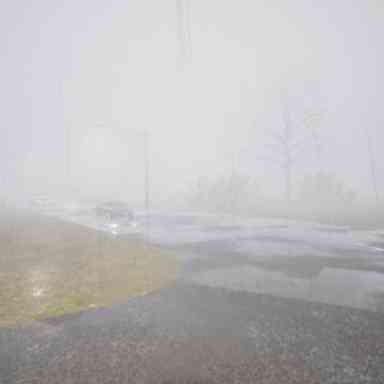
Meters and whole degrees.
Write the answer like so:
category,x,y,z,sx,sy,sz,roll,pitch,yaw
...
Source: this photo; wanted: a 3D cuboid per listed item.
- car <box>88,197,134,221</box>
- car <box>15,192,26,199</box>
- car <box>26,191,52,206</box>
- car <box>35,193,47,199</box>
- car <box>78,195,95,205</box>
category,x,y,z,sx,sy,sz,roll,pitch,yaw
car,-6.153,1.359,25.720,1.837,1.490,4.892,-1,1,-35
car,-40.185,1.011,78.787,2.033,1.411,5.357,0,1,-29
car,-21.880,0.946,47.864,2.150,2.045,5.566,-1,1,-36
car,-36.715,0.922,80.852,1.882,1.535,5.008,-1,1,-35
car,-16.197,1.211,51.957,2.033,1.411,5.357,-1,1,-35
